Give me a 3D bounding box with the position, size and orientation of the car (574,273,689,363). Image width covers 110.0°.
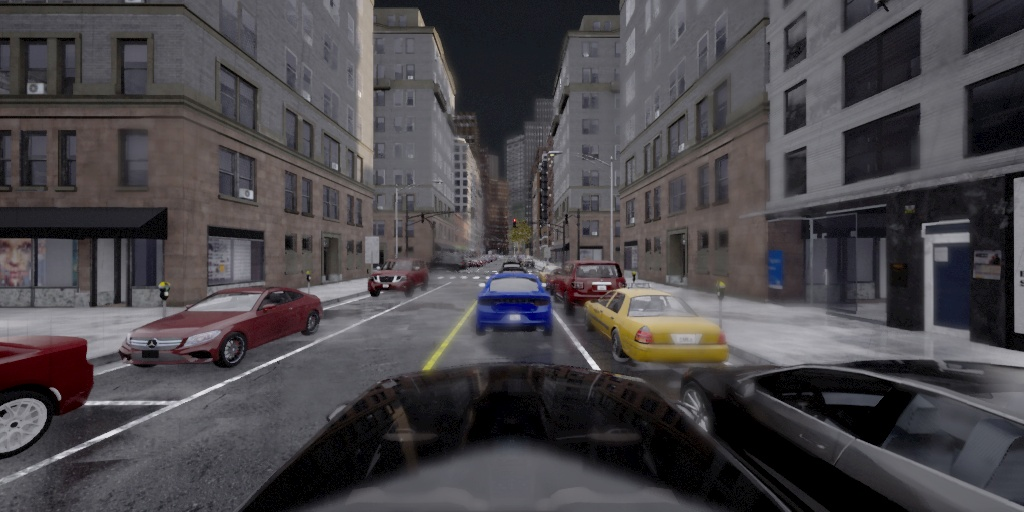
[{"bbox_3d":[2.754,1.272,7.992,1.751,1.417,4.829,0,0,0],"label":"car"}]

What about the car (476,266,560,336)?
[{"bbox_3d":[0.036,1.222,10.475,1.882,1.535,5.008,0,0,-1],"label":"car"}]

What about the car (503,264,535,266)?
[{"bbox_3d":[0.070,1.297,17.985,1.994,1.385,4.181,0,0,0],"label":"car"}]

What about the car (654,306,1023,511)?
[{"bbox_3d":[2.762,1.316,2.270,1.948,1.339,4.313,0,0,0],"label":"car"}]

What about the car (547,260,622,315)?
[{"bbox_3d":[2.746,1.056,13.376,2.192,1.841,5.009,0,0,0],"label":"car"}]

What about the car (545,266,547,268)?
[{"bbox_3d":[2.737,1.313,18.928,1.802,1.307,4.207,0,0,0],"label":"car"}]

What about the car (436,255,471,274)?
[{"bbox_3d":[-7.675,0.905,39.577,5.566,2.045,2.150,0,0,-1],"label":"car"}]

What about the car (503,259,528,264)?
[{"bbox_3d":[0.010,1.216,26.898,1.837,1.490,4.892,0,0,0],"label":"car"}]

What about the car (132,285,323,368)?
[{"bbox_3d":[-5.771,1.329,7.816,1.802,1.307,4.207,0,0,0],"label":"car"}]

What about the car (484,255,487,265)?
[{"bbox_3d":[-5.851,0.991,62.007,1.967,1.591,4.097,0,0,0],"label":"car"}]

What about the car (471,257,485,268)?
[{"bbox_3d":[-5.843,1.127,56.582,1.888,1.381,4.507,0,0,0],"label":"car"}]

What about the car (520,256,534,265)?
[{"bbox_3d":[2.682,1.133,56.588,2.007,1.370,4.403,0,0,0],"label":"car"}]

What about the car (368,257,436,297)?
[{"bbox_3d":[-5.788,1.046,18.922,2.192,1.841,5.009,0,0,0],"label":"car"}]

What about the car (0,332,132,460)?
[{"bbox_3d":[-5.763,1.296,2.264,1.888,1.381,4.507,0,0,0],"label":"car"}]
